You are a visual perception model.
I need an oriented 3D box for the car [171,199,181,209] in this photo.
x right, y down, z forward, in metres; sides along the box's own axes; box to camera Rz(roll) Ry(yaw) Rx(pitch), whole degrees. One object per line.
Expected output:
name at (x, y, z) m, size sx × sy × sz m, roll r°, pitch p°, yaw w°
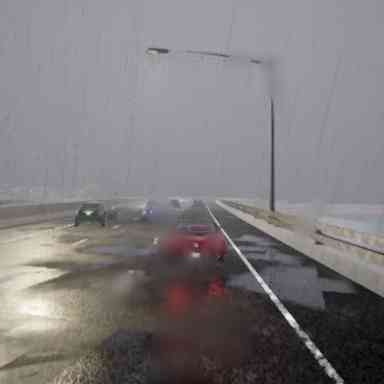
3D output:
car at (-2.655, 1.780, 50.498) m, size 1.812 × 1.442 × 4.674 m, roll 0°, pitch 0°, yaw 2°

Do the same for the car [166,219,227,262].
car at (0.144, 1.656, 12.330) m, size 1.895 × 1.301 × 4.718 m, roll 0°, pitch 0°, yaw 0°

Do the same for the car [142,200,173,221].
car at (-3.154, 1.679, 28.974) m, size 2.033 × 1.411 × 5.357 m, roll 0°, pitch 0°, yaw 1°

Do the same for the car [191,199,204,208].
car at (0.919, 1.836, 53.107) m, size 1.994 × 1.385 × 4.181 m, roll 0°, pitch 0°, yaw 2°

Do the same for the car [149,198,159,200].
car at (-6.060, 1.767, 53.920) m, size 2.128 × 1.511 × 4.902 m, roll 0°, pitch 0°, yaw 2°

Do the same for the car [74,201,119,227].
car at (-6.733, 1.457, 23.861) m, size 2.097 × 1.767 × 4.553 m, roll 0°, pitch 0°, yaw 1°
